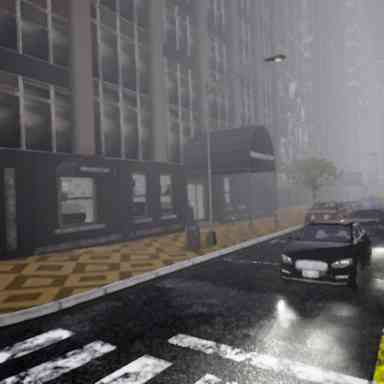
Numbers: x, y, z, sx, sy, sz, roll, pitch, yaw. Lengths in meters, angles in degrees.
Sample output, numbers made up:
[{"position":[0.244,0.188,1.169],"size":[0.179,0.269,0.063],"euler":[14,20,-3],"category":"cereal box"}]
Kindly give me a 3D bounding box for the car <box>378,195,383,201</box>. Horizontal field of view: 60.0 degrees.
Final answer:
[{"position":[27.828,1.422,50.651],"size":[2.192,1.841,5.009],"euler":[-3,-2,33],"category":"car"}]

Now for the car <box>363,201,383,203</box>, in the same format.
[{"position":[14.766,1.650,25.999],"size":[1.994,1.385,4.181],"euler":[-2,-1,33],"category":"car"}]

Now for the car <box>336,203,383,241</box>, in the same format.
[{"position":[9.266,1.585,17.636],"size":[1.882,1.535,5.008],"euler":[-2,-1,33],"category":"car"}]

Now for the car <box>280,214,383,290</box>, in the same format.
[{"position":[4.071,1.620,9.738],"size":[2.128,1.511,4.902],"euler":[-2,-1,33],"category":"car"}]

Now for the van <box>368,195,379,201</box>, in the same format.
[{"position":[21.751,1.473,41.399],"size":[1.690,1.788,3.998],"euler":[-3,-2,33],"category":"van"}]

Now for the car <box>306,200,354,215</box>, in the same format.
[{"position":[9.111,1.501,22.343],"size":[2.192,1.841,5.009],"euler":[-3,-2,33],"category":"car"}]

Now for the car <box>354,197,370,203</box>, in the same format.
[{"position":[15.269,1.599,31.543],"size":[1.967,1.590,4.097],"euler":[-3,-2,33],"category":"car"}]
